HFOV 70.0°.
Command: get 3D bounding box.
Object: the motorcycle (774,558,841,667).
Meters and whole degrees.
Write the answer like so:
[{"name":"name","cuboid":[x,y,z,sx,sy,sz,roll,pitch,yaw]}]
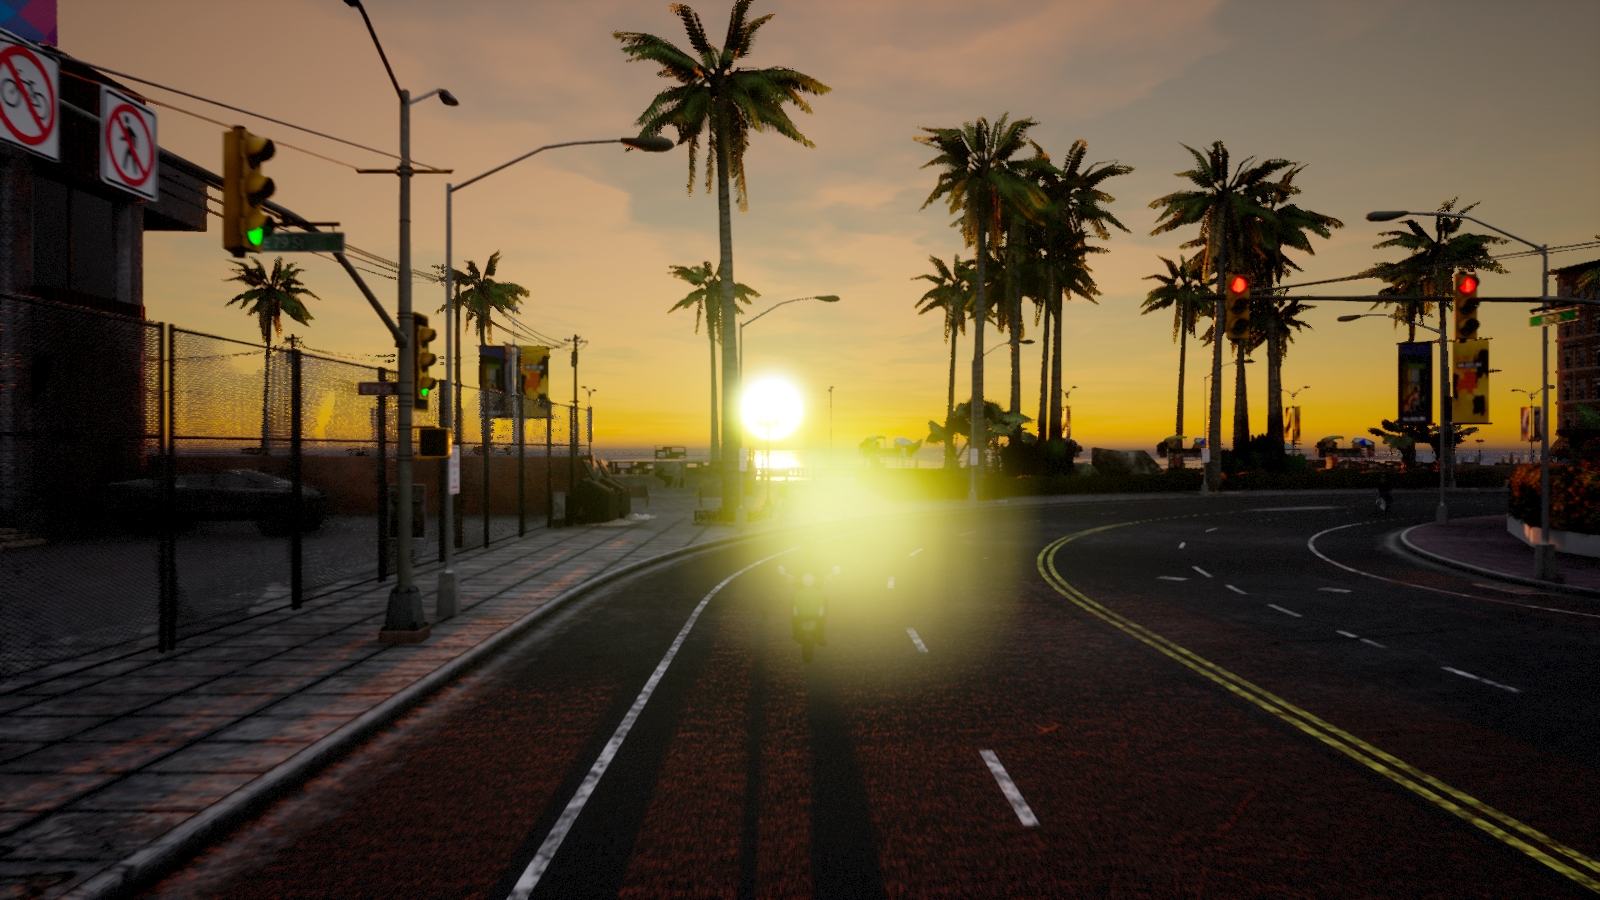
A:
[{"name":"motorcycle","cuboid":[0.126,2.182,15.655,0.856,1.236,1.805,0,0,2]}]
